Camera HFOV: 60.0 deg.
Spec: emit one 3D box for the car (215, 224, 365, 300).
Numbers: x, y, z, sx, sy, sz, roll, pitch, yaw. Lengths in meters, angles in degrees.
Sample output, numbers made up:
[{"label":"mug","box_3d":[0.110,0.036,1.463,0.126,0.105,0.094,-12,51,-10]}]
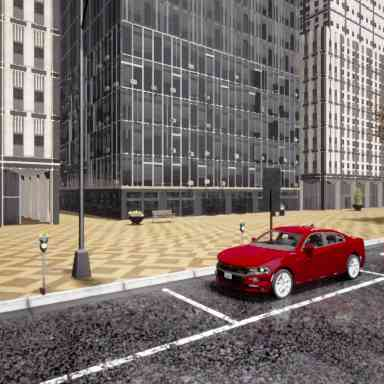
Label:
[{"label":"car","box_3d":[2.596,1.545,8.414,4.507,1.381,1.887,0,0,-36]}]
